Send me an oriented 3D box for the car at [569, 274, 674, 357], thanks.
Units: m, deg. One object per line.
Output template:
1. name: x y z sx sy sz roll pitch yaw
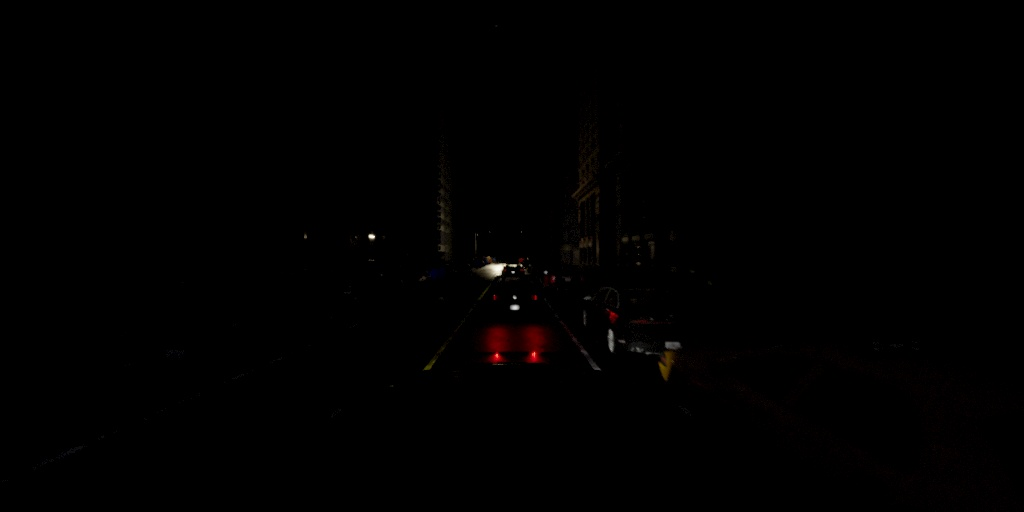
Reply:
1. car: 2.760 1.298 8.332 2.007 1.370 4.403 0 0 0

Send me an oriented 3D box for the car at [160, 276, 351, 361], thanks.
1. car: -5.765 1.313 8.318 1.948 1.339 4.313 0 0 0

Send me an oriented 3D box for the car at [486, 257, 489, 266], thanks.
1. car: -5.783 1.282 64.685 2.007 1.370 4.403 0 0 0

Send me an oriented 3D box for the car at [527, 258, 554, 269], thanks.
1. car: 2.753 1.055 30.878 2.192 1.841 5.009 0 0 0

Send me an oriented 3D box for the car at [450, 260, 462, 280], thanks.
1. car: -5.772 1.180 30.865 1.967 1.591 4.097 0 0 0

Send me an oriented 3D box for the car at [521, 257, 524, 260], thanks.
1. car: 2.746 1.173 53.422 1.967 1.591 4.097 0 0 0

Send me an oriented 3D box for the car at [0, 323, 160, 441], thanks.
1. car: -5.763 1.315 2.682 1.948 1.339 4.313 0 0 0

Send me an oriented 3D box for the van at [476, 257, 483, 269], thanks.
1. van: -5.779 1.074 53.412 1.690 1.789 3.998 0 0 0

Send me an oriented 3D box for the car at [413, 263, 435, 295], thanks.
1. car: -5.768 1.289 19.592 1.888 1.381 4.507 0 0 0

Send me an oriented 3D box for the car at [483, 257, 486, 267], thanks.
1. car: -5.781 1.257 58.879 1.751 1.417 4.829 0 0 0

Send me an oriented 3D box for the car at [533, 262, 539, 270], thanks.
1. car: 2.755 1.308 25.241 1.948 1.339 4.313 0 0 0

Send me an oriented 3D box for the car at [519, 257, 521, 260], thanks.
1. car: 2.742 1.298 64.694 1.948 1.339 4.313 0 0 0

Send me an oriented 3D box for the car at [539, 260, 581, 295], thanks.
1. car: 2.757 1.184 19.604 1.967 1.591 4.097 0 0 0

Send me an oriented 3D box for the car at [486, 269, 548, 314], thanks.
1. car: 0.096 1.347 13.642 1.895 1.301 4.718 0 0 0

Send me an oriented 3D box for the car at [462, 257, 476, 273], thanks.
1. car: -5.776 1.176 42.139 1.967 1.591 4.097 0 0 0

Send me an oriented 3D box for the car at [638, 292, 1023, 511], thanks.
1. car: 2.762 1.275 2.866 1.751 1.417 4.829 0 0 0

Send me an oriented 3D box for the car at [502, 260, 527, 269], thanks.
1. car: 0.091 1.304 31.625 1.994 1.385 4.181 0 0 0

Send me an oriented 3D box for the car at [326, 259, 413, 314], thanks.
1. car: -5.767 1.060 13.955 2.192 1.841 5.009 0 0 0

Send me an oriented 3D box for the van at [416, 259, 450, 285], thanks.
1. van: -5.770 1.082 25.229 1.690 1.789 3.998 0 0 0
